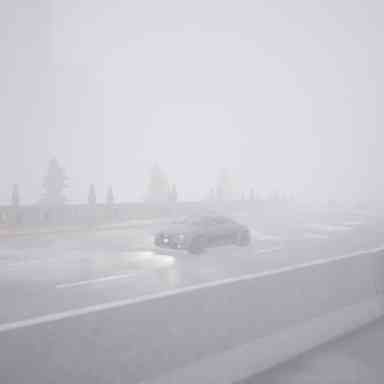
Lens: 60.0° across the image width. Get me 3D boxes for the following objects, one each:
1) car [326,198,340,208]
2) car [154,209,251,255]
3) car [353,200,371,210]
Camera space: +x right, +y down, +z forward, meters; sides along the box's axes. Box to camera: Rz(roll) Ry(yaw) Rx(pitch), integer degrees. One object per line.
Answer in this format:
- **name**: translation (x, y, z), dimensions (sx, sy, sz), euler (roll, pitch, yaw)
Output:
- **car**: translation (23.275, 1.838, 54.908), dimensions (1.882, 1.535, 5.008), euler (0, -1, 18)
- **car**: translation (0.522, 1.622, 13.686), dimensions (4.181, 1.385, 1.994), euler (0, 0, -42)
- **car**: translation (24.703, 1.848, 48.475), dimensions (1.994, 1.385, 4.181), euler (0, -1, 21)
